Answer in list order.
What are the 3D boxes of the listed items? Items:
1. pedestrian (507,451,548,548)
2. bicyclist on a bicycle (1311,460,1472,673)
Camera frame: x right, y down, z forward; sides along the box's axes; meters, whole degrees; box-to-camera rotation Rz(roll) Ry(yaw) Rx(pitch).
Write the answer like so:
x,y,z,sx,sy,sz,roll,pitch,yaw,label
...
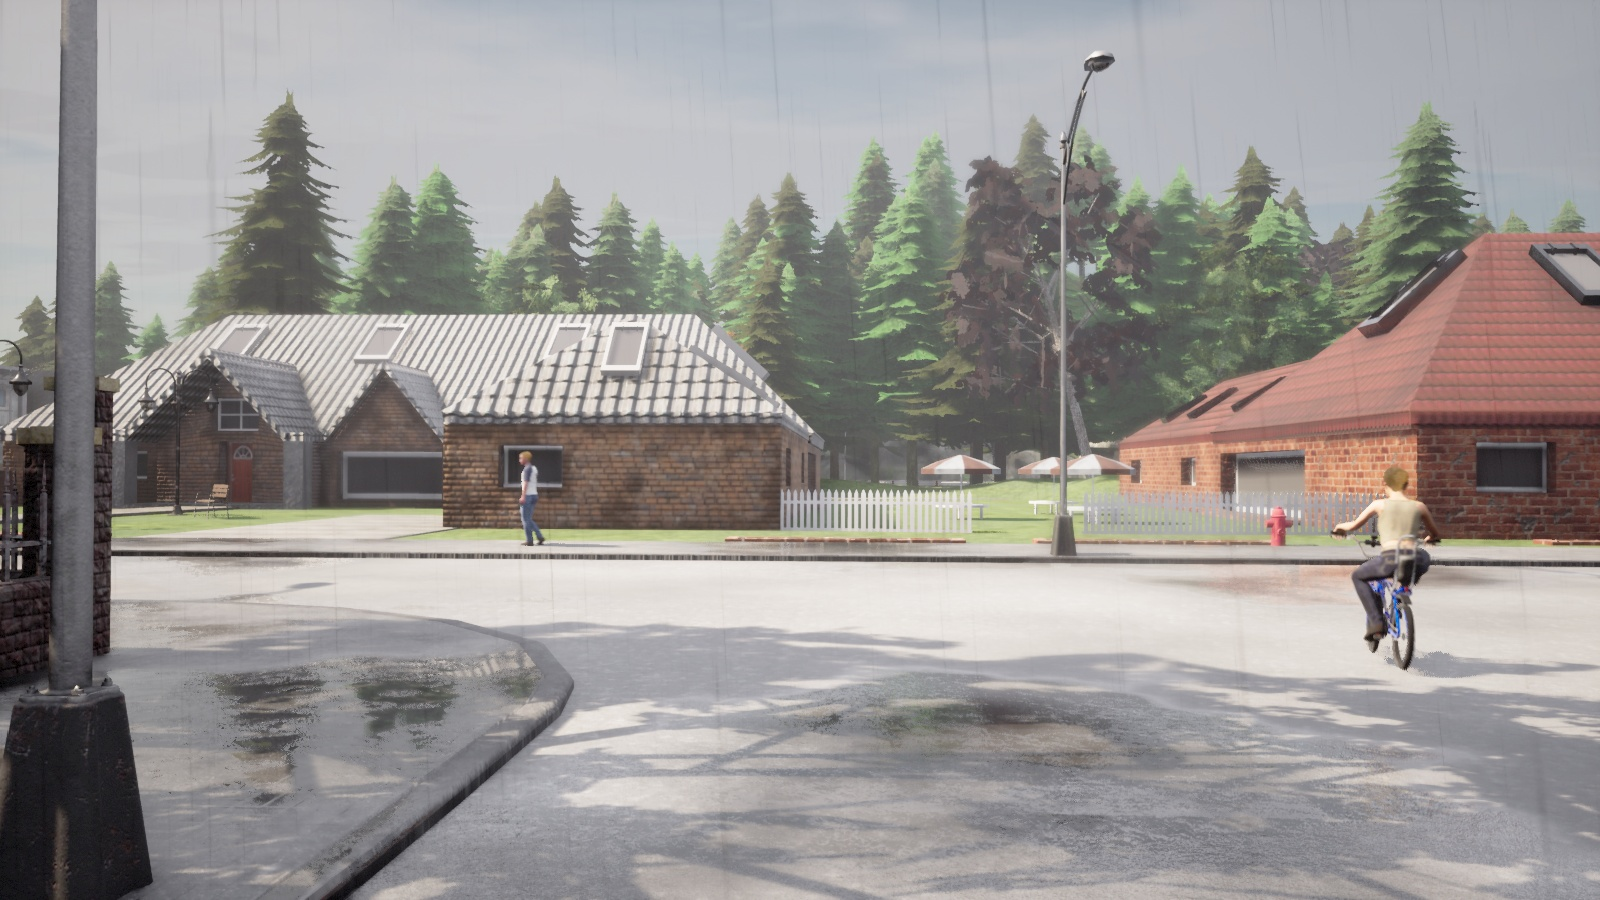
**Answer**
x,y,z,sx,sy,sz,roll,pitch,yaw,label
-5.214,0.943,24.035,0.706,1.836,0.354,0,-1,2,pedestrian
4.881,0.907,10.468,0.866,1.612,1.509,2,-1,13,bicyclist on a bicycle
